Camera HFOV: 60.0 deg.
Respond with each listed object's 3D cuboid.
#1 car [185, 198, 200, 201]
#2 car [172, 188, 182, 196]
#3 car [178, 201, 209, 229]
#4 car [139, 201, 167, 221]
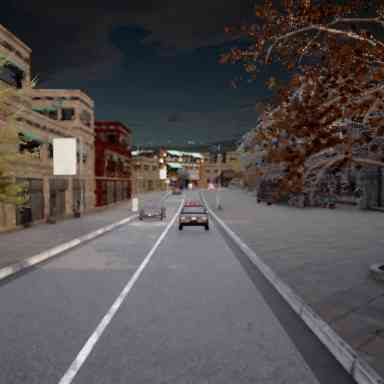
[{"bbox_3d":[0.105,1.414,42.777,1.895,1.301,4.718,0,2,0],"label":"car"},{"bbox_3d":[-3.008,-0.012,67.540,2.033,1.411,5.357,0,4,0],"label":"car"},{"bbox_3d":[0.099,1.536,21.310,2.033,1.411,5.357,0,0,0],"label":"car"},{"bbox_3d":[-3.098,1.492,26.840,1.837,1.490,4.892,0,0,0],"label":"car"}]
